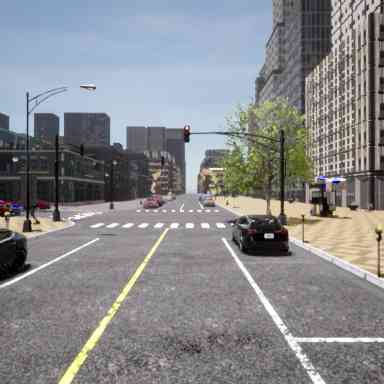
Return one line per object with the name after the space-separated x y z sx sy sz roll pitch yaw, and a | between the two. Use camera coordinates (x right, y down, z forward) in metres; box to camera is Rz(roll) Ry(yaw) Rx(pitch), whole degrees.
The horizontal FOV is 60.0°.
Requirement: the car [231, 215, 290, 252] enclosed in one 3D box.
2.693 1.567 13.673 1.947 1.339 4.313 0 0 0 | car

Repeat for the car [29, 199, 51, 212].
-17.271 1.372 35.151 4.507 1.381 1.887 1 -1 -1 | car

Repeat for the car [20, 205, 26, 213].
-17.374 1.322 29.347 4.674 1.442 1.812 1 0 -2 | car

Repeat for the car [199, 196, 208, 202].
2.690 1.574 79.457 1.947 1.339 4.313 0 0 0 | car

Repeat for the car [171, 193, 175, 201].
-5.690 1.533 79.285 1.752 1.417 4.829 0 0 0 | car

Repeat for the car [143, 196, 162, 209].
-5.689 1.585 46.148 1.802 1.307 4.206 0 0 0 | car

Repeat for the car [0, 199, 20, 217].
-17.149 1.101 26.776 5.009 1.841 2.192 1 -1 -1 | car

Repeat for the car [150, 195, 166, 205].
-5.688 1.319 51.699 2.192 1.841 5.009 0 0 0 | car

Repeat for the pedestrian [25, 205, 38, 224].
-10.228 1.100 21.201 0.375 1.860 0.375 0 0 0 | pedestrian

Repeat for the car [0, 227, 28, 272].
-5.687 1.566 8.133 1.947 1.339 4.313 0 0 0 | car

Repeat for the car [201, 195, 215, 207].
2.691 1.529 51.872 1.752 1.417 4.829 0 0 0 | car

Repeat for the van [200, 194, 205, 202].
2.692 1.346 57.254 1.690 1.788 3.998 0 0 0 | van

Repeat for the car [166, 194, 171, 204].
-5.690 1.556 62.802 2.008 1.369 4.403 0 0 0 | car

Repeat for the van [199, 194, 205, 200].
2.691 1.350 90.560 1.690 1.788 3.998 0 0 0 | van

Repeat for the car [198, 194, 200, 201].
2.690 1.557 68.356 2.008 1.369 4.403 0 0 0 | car
